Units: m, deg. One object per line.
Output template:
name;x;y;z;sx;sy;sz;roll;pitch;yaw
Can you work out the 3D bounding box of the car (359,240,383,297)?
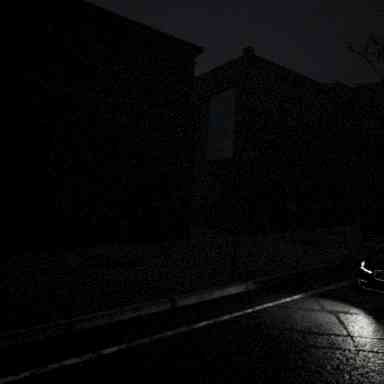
car;5.759;1.521;7.656;4.892;1.490;1.837;0;0;-35
